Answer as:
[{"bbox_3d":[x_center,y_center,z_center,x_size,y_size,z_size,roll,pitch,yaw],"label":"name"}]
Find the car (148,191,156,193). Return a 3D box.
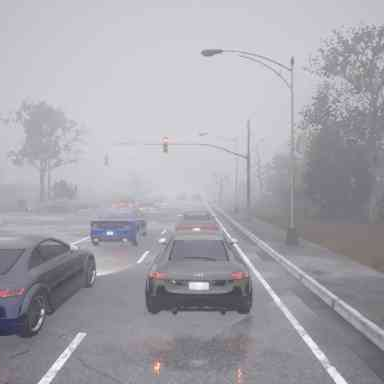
[{"bbox_3d":[-9.347,0.425,78.377,1.812,1.442,4.674,0,3,1],"label":"car"}]

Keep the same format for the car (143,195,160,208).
[{"bbox_3d":[-6.429,1.547,49.517,2.033,1.411,5.357,0,0,1],"label":"car"}]

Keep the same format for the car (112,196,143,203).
[{"bbox_3d":[-6.696,1.351,33.742,2.097,1.767,4.553,0,0,1],"label":"car"}]

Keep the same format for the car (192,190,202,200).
[{"bbox_3d":[1.081,0.850,73.994,2.097,1.767,4.553,0,3,1],"label":"car"}]

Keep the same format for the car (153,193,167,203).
[{"bbox_3d":[-6.083,1.423,65.807,2.033,1.411,5.357,0,2,1],"label":"car"}]

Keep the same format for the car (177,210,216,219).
[{"bbox_3d":[0.232,1.564,16.058,1.994,1.385,4.181,0,0,1],"label":"car"}]

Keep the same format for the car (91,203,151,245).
[{"bbox_3d":[-3.279,1.478,15.620,1.882,1.535,5.008,0,0,-1],"label":"car"}]

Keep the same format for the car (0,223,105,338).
[{"bbox_3d":[-3.357,1.564,6.633,1.994,1.385,4.181,0,0,0],"label":"car"}]

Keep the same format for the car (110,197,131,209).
[{"bbox_3d":[-9.973,1.504,46.896,1.837,1.490,4.892,0,0,1],"label":"car"}]

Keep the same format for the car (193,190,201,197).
[{"bbox_3d":[1.249,0.317,84.031,1.837,1.490,4.892,0,3,1],"label":"car"}]

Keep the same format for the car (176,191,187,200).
[{"bbox_3d":[-2.418,1.045,74.092,1.994,1.385,4.181,0,3,1],"label":"car"}]

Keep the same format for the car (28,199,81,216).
[{"bbox_3d":[-13.625,1.493,33.206,2.128,1.511,4.902,1,1,44],"label":"car"}]

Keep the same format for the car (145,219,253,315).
[{"bbox_3d":[0.145,1.564,7.659,1.994,1.385,4.181,0,0,1],"label":"car"}]
